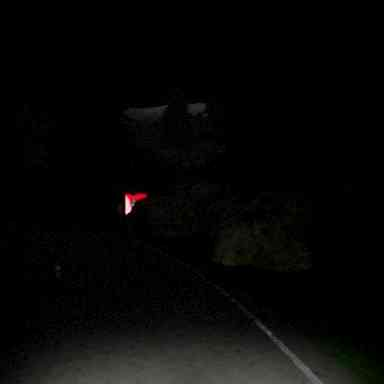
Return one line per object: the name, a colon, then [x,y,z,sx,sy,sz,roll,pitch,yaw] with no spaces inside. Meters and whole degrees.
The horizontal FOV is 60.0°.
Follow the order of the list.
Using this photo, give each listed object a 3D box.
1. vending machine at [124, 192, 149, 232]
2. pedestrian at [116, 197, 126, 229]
vending machine: [-3.089,1.073,18.521,1.100,2.100,0.880,-1,1,-38]
pedestrian: [-4.197,1.173,19.413,0.375,1.860,0.375,-1,1,-40]
